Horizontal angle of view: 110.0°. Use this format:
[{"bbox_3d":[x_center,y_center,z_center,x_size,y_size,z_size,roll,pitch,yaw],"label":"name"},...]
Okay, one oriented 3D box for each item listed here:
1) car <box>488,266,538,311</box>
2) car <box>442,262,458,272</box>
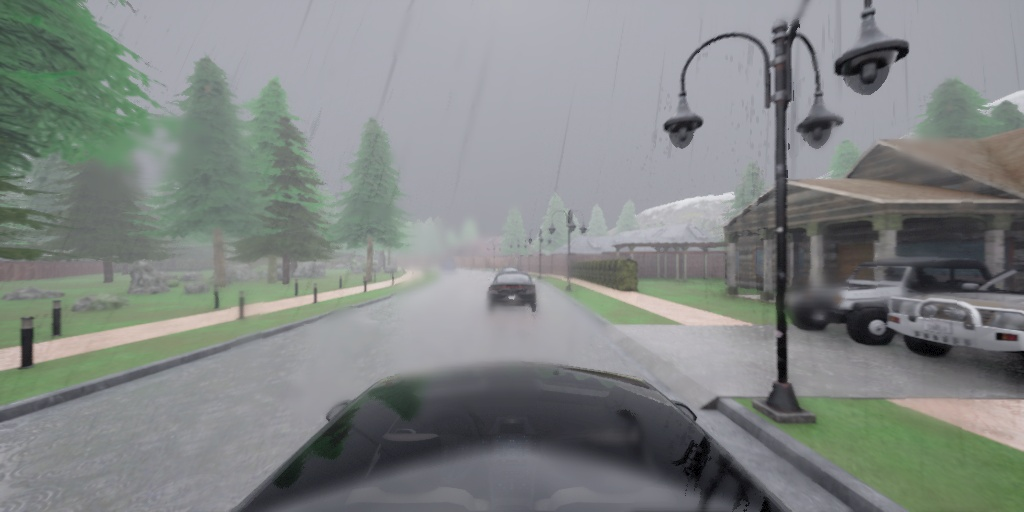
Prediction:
[{"bbox_3d":[0.054,1.364,15.308,1.882,1.535,5.008,0,0,1],"label":"car"},{"bbox_3d":[-10.142,1.795,58.402,1.882,1.535,5.008,0,-1,-21],"label":"car"}]
